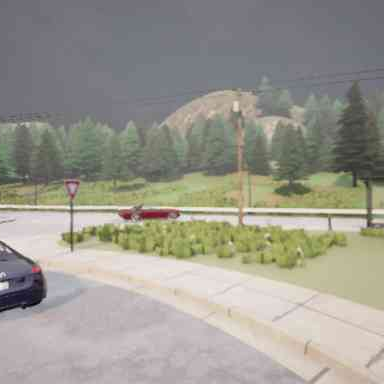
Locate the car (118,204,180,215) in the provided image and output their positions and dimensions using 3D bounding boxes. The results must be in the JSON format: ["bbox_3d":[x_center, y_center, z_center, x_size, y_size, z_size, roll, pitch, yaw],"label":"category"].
[{"bbox_3d":[-3.253,1.621,26.043,4.718,1.301,1.895,0,0,-21],"label":"car"}]

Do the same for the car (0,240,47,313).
[{"bbox_3d":[-4.819,1.592,6.881,4.181,1.385,1.994,-1,0,39],"label":"car"}]
